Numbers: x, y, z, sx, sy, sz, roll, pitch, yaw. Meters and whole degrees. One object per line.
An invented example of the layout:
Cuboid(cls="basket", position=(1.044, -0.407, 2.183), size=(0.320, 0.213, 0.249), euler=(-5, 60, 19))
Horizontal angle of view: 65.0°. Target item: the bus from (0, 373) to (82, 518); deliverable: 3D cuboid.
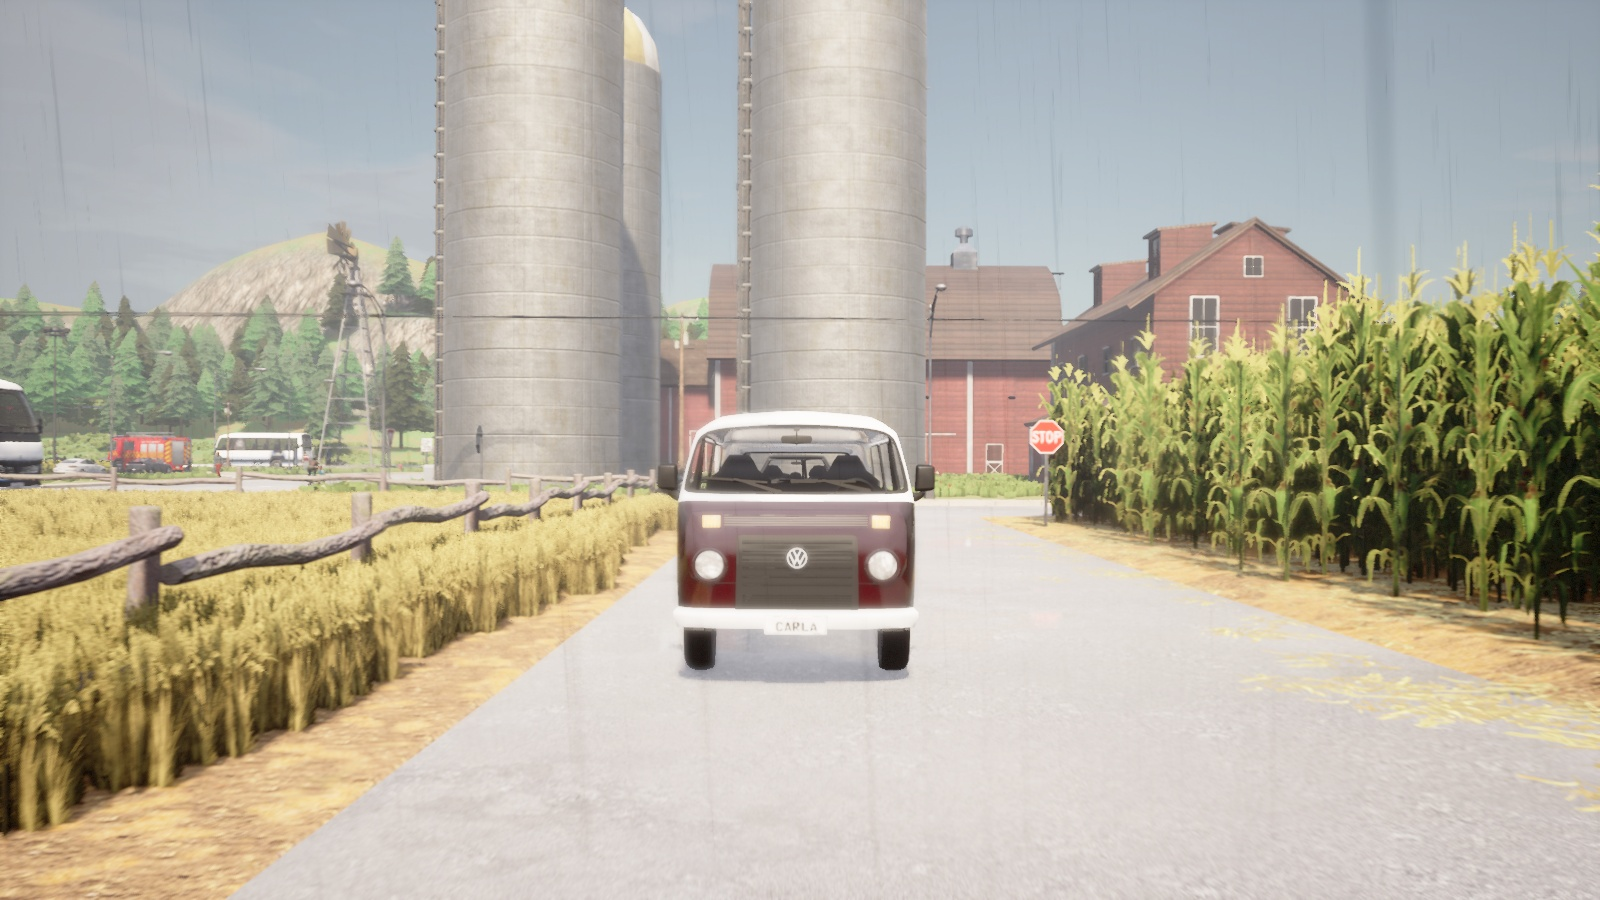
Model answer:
Cuboid(cls="bus", position=(-28.404, -0.082, 38.720), size=(10.273, 4.253, 3.944), euler=(0, 0, 0))

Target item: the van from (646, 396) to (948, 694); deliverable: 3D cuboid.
Cuboid(cls="van", position=(-0.028, 0.693, 10.893), size=(2.069, 2.038, 4.480), euler=(0, -1, 0))
